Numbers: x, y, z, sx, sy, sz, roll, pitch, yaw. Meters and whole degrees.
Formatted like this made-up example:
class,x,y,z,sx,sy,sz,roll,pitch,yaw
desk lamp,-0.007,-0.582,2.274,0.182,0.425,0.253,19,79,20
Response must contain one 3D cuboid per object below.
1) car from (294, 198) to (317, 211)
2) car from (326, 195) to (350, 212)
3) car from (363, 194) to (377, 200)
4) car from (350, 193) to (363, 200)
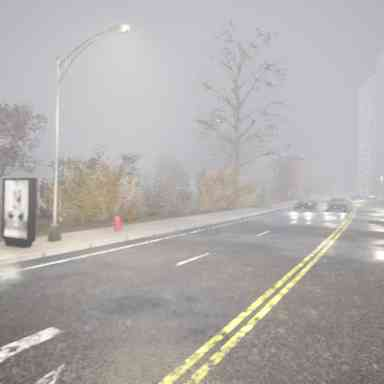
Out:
class,x,y,z,sx,sy,sz,roll,pitch,yaw
car,12.795,1.374,37.334,1.895,1.301,4.718,1,1,27
car,15.698,1.321,35.869,1.837,1.490,4.892,1,1,27
car,44.062,1.295,81.585,2.128,1.511,4.902,1,0,22
car,41.382,1.082,83.598,2.097,1.767,4.553,1,0,22
